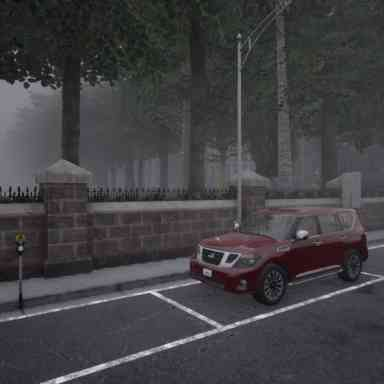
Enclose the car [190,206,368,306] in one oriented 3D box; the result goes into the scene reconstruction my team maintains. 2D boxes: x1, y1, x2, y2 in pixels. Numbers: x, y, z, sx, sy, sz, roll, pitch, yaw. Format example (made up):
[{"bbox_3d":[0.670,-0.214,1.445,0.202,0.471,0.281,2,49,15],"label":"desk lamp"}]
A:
[{"bbox_3d":[2.359,1.314,8.215,5.009,1.841,2.192,0,0,-35],"label":"car"}]
